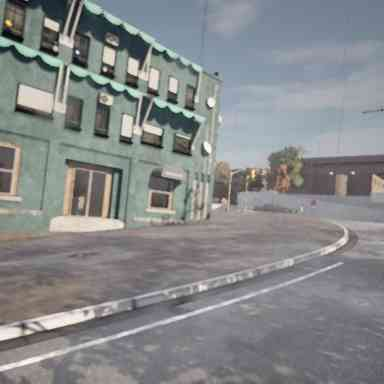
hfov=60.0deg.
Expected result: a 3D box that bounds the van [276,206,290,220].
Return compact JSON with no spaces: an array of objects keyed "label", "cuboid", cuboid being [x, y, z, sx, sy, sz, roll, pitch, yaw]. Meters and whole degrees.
[{"label":"van","cuboid":[15.475,3.664,56.464,1.878,1.987,4.442,2,-6,20]}]

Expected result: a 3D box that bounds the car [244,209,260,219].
[{"label":"car","cuboid":[10.939,4.014,60.384,2.002,1.452,4.674,2,-6,20]}]

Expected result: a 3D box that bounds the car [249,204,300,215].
[{"label":"car","cuboid":[9.882,2.115,39.256,5.357,1.411,2.033,0,-6,40]}]

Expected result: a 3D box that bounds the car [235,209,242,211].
[{"label":"car","cuboid":[8.600,3.986,62.130,1.946,1.575,5.366,2,-6,20]}]
